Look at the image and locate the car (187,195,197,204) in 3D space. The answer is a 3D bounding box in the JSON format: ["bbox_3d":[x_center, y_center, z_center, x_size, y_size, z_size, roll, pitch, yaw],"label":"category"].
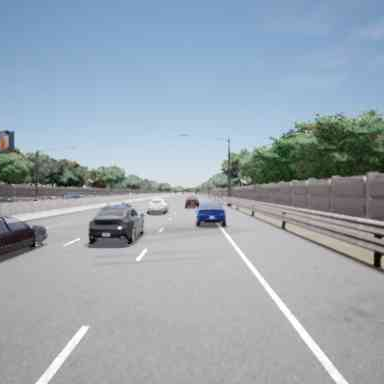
[{"bbox_3d":[0.000,1.351,62.148,1.812,1.442,4.674,0,0,0],"label":"car"}]

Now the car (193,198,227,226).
[{"bbox_3d":[1.225,1.388,22.676,1.882,1.535,5.008,0,0,0],"label":"car"}]

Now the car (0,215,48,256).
[{"bbox_3d":[-6.894,1.498,11.304,2.033,1.411,5.357,0,0,0],"label":"car"}]

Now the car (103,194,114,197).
[{"bbox_3d":[-17.500,1.157,69.618,2.097,1.767,4.553,0,0,0],"label":"car"}]

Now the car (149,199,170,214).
[{"bbox_3d":[-3.400,1.402,33.759,1.812,1.442,4.674,0,0,0],"label":"car"}]

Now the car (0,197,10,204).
[{"bbox_3d":[-17.572,1.242,28.765,2.097,1.767,4.553,0,0,0],"label":"car"}]

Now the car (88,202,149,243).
[{"bbox_3d":[-3.399,1.439,15.611,1.837,1.490,4.892,0,0,0],"label":"car"}]

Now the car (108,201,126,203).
[{"bbox_3d":[-6.900,1.484,31.062,1.895,1.301,4.718,0,0,0],"label":"car"}]

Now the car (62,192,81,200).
[{"bbox_3d":[-24.499,1.044,67.758,2.150,2.045,5.566,0,0,0],"label":"car"}]

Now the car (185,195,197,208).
[{"bbox_3d":[0.056,1.325,46.032,1.882,1.535,5.008,0,0,0],"label":"car"}]

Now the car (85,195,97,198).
[{"bbox_3d":[-20.999,1.342,69.588,2.033,1.411,5.357,0,0,0],"label":"car"}]
